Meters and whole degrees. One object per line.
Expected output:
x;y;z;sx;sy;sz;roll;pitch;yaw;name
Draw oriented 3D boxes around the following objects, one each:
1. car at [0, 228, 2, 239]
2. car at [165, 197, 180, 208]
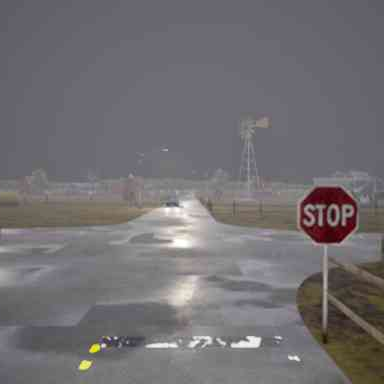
-9.845;1.464;12.690;4.674;1.442;1.812;0;1;-2;car
-2.819;1.601;48.744;1.895;1.301;4.718;0;0;0;car
